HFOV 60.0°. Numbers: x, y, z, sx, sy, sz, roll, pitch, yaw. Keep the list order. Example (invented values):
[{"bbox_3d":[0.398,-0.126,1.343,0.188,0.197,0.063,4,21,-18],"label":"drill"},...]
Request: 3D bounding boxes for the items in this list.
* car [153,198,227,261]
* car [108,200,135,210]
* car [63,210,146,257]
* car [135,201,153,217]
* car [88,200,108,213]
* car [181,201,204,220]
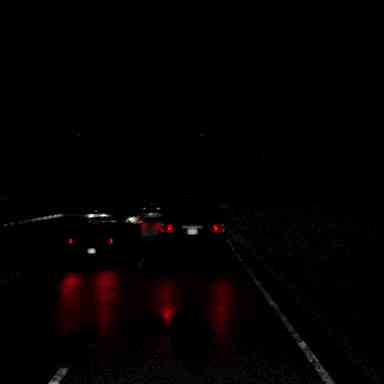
[{"bbox_3d":[0.037,1.233,12.378,2.150,2.045,5.566,0,0,0],"label":"car"},{"bbox_3d":[-6.549,1.509,33.096,1.882,1.535,5.008,0,0,0],"label":"car"},{"bbox_3d":[-3.208,1.611,12.914,1.895,1.301,4.718,0,0,0],"label":"car"},{"bbox_3d":[-3.201,1.519,28.533,2.128,1.511,4.902,0,0,0],"label":"car"},{"bbox_3d":[-9.767,1.583,36.512,2.033,1.411,5.357,0,0,0],"label":"car"},{"bbox_3d":[0.056,1.553,29.133,1.812,1.442,4.674,0,0,1],"label":"car"}]
